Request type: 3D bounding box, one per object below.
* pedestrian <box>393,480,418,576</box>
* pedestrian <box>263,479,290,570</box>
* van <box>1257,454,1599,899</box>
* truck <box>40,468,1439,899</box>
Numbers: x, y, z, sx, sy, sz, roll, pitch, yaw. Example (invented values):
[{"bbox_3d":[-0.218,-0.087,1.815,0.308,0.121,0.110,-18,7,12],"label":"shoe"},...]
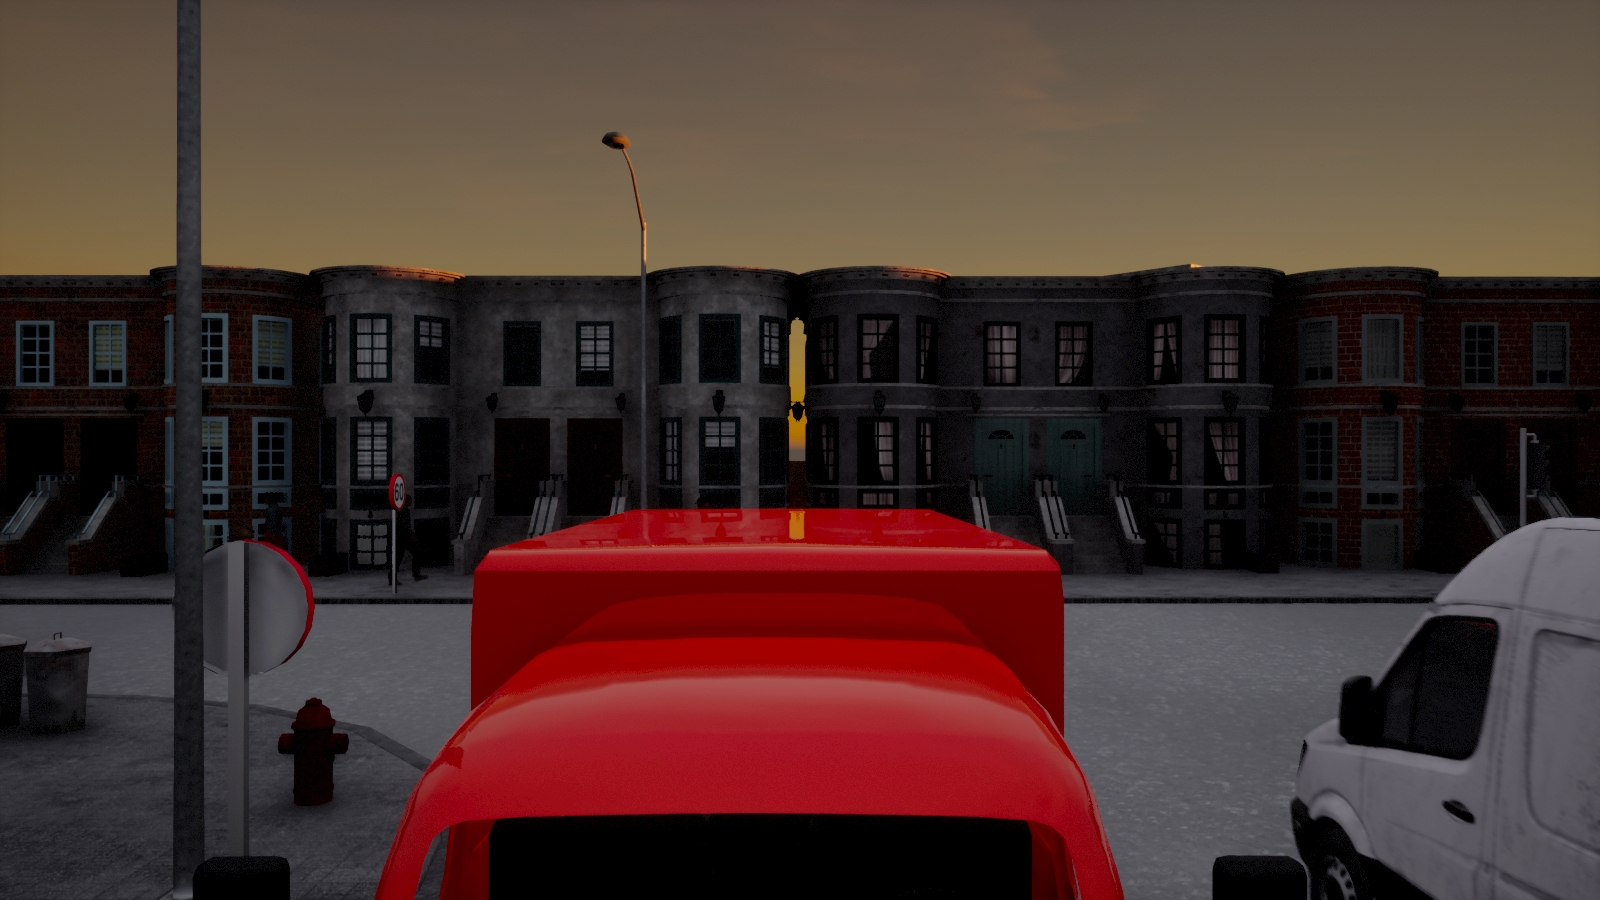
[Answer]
[{"bbox_3d":[-7.750,1.524,22.462,0.375,1.860,0.375,0,0,-3],"label":"pedestrian"},{"bbox_3d":[-10.806,1.526,23.586,0.375,1.860,0.375,0,0,0],"label":"pedestrian"},{"bbox_3d":[3.921,1.315,4.313,1.988,2.561,5.915,0,0,0],"label":"van"},{"bbox_3d":[-0.117,1.348,4.748,2.627,2.467,5.204,0,0,0],"label":"truck"}]
